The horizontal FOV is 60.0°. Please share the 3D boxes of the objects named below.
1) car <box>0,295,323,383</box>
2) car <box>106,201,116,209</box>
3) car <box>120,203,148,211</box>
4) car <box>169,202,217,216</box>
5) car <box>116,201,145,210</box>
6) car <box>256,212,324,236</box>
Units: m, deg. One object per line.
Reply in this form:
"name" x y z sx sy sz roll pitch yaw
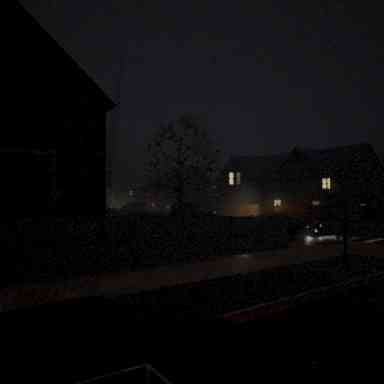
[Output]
"car" -1.267 1.602 2.213 4.718 1.301 1.895 1 0 -36
"car" -14.498 2.632 56.006 2.150 2.045 5.566 0 -1 -36
"car" -6.505 2.484 39.914 1.882 1.535 5.008 0 -1 -35
"car" 0.001 1.963 30.779 2.150 2.045 5.566 0 -1 -35
"car" -8.321 2.381 47.420 2.150 2.045 5.566 0 -1 -35
"car" 5.990 2.045 22.383 2.033 1.411 5.357 0 -1 -36
